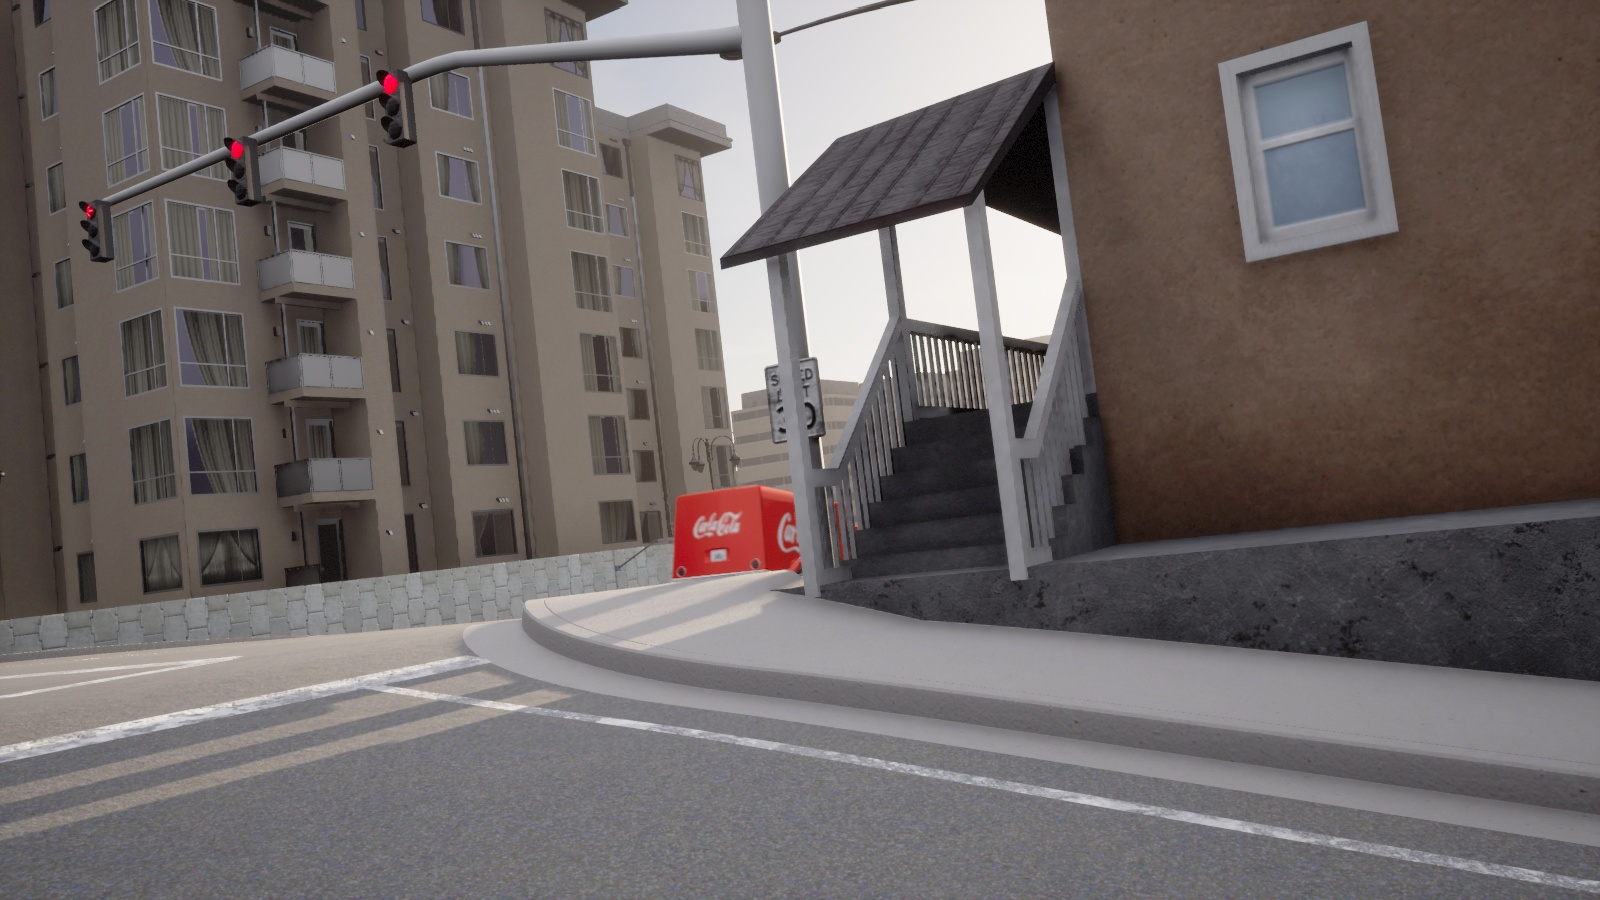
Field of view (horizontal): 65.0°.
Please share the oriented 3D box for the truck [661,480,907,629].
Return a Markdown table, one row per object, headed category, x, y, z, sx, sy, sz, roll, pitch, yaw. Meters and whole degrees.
| category | x | y | z | sx | sy | sz | roll | pitch | yaw |
| --- | --- | --- | --- | --- | --- | --- | --- | --- | --- |
| truck | -0.229 | 2.376 | 26.659 | 2.627 | 2.467 | 5.204 | -10 | -14 | 33 |
